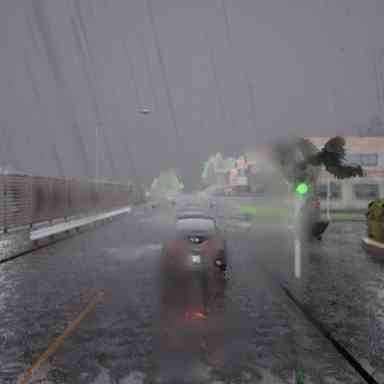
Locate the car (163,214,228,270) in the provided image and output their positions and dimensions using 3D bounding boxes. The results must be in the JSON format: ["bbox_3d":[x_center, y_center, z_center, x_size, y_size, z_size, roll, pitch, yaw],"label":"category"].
[{"bbox_3d":[0.094,1.502,11.054,1.837,1.490,4.892,0,0,0],"label":"car"}]

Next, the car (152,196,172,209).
[{"bbox_3d":[-4.084,1.552,43.603,1.994,1.385,4.181,0,0,0],"label":"car"}]

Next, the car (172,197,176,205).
[{"bbox_3d":[-4.038,1.509,60.204,1.812,1.442,4.674,0,0,1],"label":"car"}]
